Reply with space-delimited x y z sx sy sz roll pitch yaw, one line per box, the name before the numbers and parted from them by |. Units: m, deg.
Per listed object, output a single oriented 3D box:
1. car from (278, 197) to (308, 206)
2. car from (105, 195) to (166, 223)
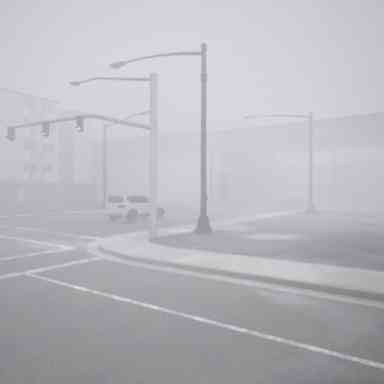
car | 16.265 1.514 53.519 5.008 1.535 1.882 0 0 -16
car | -4.481 1.237 26.961 2.150 2.045 5.566 0 0 34
